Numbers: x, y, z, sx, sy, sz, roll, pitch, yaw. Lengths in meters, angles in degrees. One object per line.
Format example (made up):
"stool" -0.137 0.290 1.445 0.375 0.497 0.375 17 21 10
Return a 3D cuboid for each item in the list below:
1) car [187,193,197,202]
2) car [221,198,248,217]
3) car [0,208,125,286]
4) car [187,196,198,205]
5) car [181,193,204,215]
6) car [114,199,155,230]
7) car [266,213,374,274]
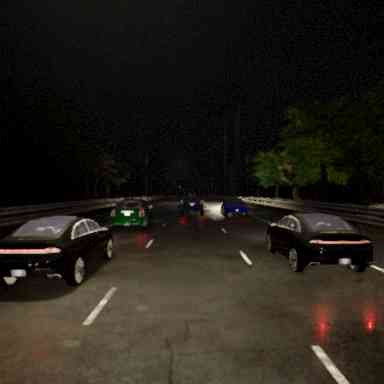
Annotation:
"car" -0.003 1.277 75.219 2.150 2.045 5.566 0 0 0
"car" 3.601 1.297 28.897 1.882 1.535 5.008 0 0 0
"car" -3.500 1.407 9.130 2.128 1.511 4.902 0 0 0
"car" 0.096 1.434 55.648 1.812 1.442 4.674 0 0 0
"car" 0.005 1.168 31.679 2.097 1.767 4.553 0 0 0
"car" -3.501 1.201 20.101 2.097 1.767 4.553 0 0 0
"car" 3.602 1.397 10.253 2.128 1.511 4.902 0 0 0
